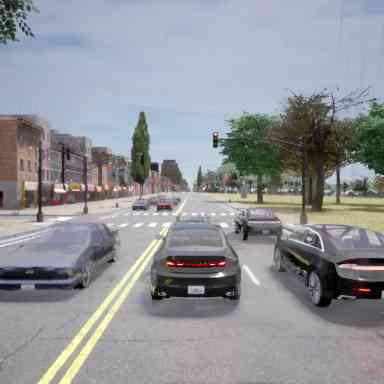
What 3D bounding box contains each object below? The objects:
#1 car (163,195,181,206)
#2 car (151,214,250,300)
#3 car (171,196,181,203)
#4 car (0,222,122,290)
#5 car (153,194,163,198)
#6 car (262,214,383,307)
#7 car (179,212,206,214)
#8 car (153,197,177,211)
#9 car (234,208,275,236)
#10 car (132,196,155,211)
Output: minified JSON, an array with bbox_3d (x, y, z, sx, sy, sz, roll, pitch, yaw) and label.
[{"bbox_3d":[-3.331,1.592,55.088,1.994,1.385,4.181,0,1,0],"label":"car"},{"bbox_3d":[0.082,1.531,8.428,1.837,1.490,4.892,0,0,0],"label":"car"},{"bbox_3d":[-3.245,1.501,69.335,1.895,1.301,4.718,0,1,0],"label":"car"},{"bbox_3d":[-3.350,1.579,9.457,2.033,1.411,5.357,0,0,0],"label":"car"},{"bbox_3d":[-6.583,1.521,56.533,1.837,1.490,4.892,0,0,0],"label":"car"},{"bbox_3d":[3.331,1.515,7.986,2.128,1.511,4.902,0,0,0],"label":"car"},{"bbox_3d":[0.053,1.689,17.733,1.895,1.301,4.718,0,0,0],"label":"car"},{"bbox_3d":[-3.346,1.717,42.045,1.895,1.301,4.718,0,0,0],"label":"car"},{"bbox_3d":[3.299,1.577,17.196,2.128,1.511,4.902,0,0,0],"label":"car"},{"bbox_3d":[-6.593,1.657,43.770,2.033,1.411,5.357,0,0,0],"label":"car"}]
